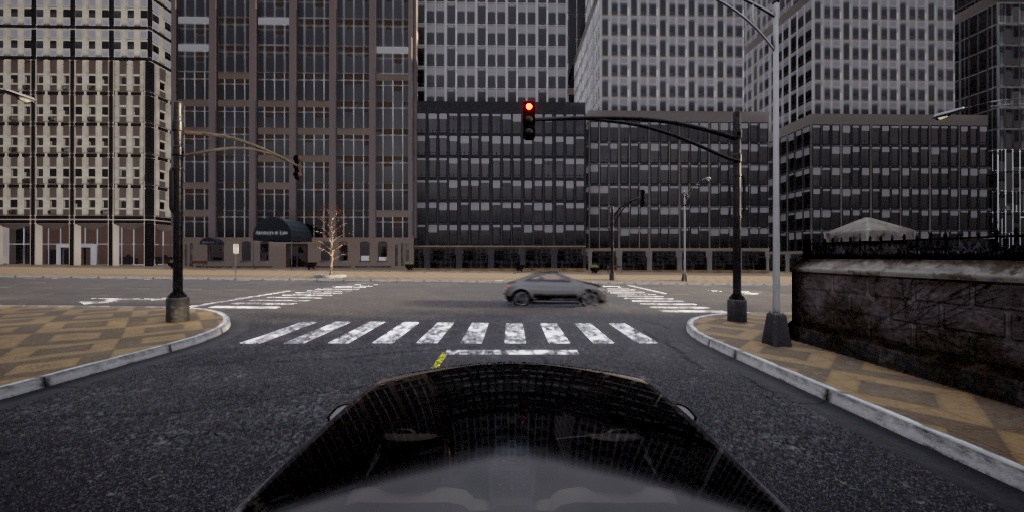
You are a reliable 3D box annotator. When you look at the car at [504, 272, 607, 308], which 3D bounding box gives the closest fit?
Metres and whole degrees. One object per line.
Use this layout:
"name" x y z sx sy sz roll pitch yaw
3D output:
"car" 1.743 1.344 14.860 4.181 1.385 1.994 1 0 -1
